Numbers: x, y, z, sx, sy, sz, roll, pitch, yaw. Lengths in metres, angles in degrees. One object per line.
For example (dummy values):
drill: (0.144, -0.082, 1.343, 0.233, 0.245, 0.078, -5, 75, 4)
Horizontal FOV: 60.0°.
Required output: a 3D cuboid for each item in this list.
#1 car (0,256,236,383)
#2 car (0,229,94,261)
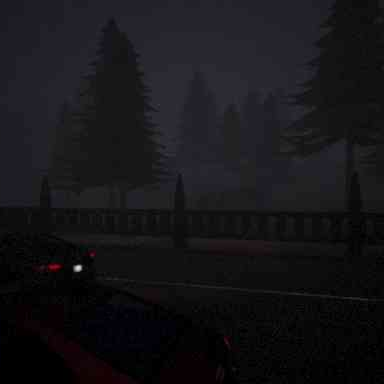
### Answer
car: (-1.703, 1.563, 3.110, 4.181, 1.385, 1.994, 0, 0, 16)
car: (-4.294, 1.563, 7.489, 4.181, 1.385, 1.994, 0, 0, 16)
